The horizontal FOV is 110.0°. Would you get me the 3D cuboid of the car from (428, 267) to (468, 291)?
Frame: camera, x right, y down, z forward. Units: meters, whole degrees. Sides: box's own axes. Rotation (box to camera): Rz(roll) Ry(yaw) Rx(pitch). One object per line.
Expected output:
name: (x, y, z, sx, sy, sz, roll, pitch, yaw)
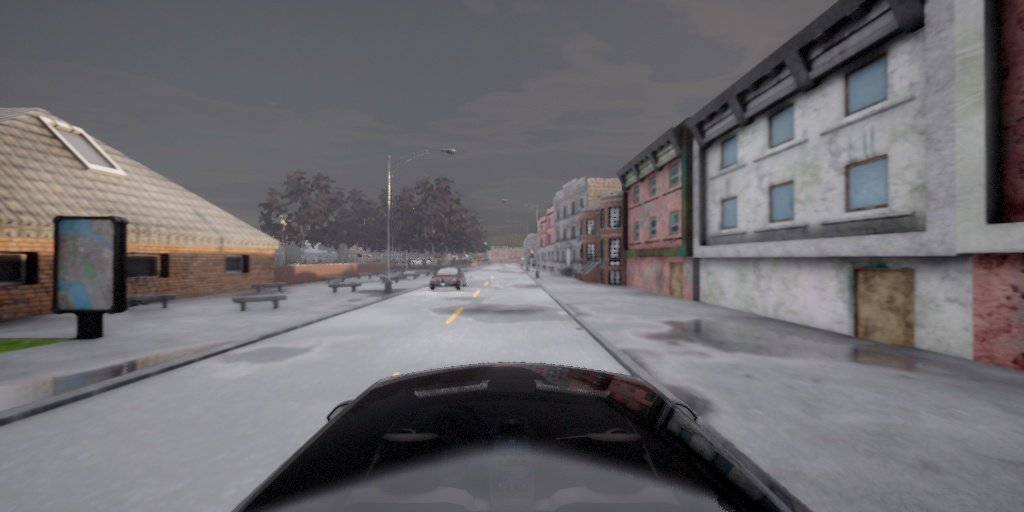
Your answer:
car: (-4.126, 1.440, 23.729, 1.812, 1.442, 4.674, 0, 0, 0)
